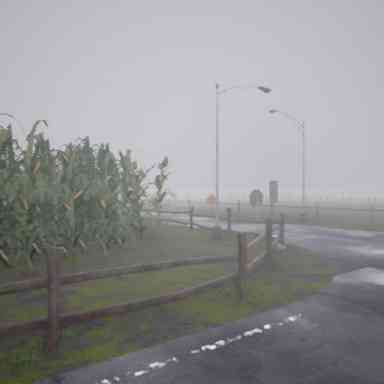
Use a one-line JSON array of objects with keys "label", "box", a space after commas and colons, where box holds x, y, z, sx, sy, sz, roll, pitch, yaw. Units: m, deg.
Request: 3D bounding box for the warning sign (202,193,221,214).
[{"label": "warning sign", "box": [1.776, 1.021, 30.471, 1.300, 1.860, 1.060, -1, 0, -36]}]
